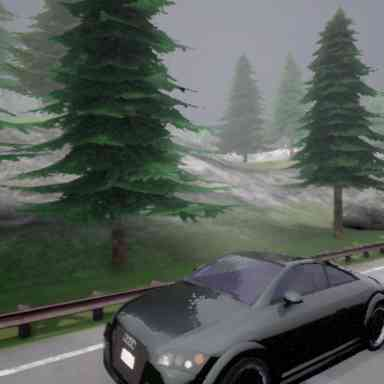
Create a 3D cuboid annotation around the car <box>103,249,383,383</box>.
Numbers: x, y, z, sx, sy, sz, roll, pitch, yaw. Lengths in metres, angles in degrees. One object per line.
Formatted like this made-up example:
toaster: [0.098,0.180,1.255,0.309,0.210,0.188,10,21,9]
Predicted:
car: [0.952,1.564,4.647,4.181,1.385,1.994,0,0,-35]
